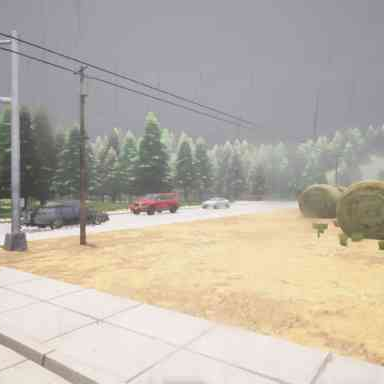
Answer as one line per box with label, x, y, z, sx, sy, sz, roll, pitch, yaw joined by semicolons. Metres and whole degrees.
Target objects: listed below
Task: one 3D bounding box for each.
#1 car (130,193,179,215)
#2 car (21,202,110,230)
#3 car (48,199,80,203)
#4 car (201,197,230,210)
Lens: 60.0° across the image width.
car;-3.577;1.174;33.176;2.150;2.045;5.566;0;0;37
car;-7.877;1.556;21.204;2.033;1.411;5.357;0;0;37
car;-9.941;1.362;24.630;2.097;1.767;4.553;0;0;37
car;3.066;1.419;42.078;1.812;1.442;4.674;0;0;37
